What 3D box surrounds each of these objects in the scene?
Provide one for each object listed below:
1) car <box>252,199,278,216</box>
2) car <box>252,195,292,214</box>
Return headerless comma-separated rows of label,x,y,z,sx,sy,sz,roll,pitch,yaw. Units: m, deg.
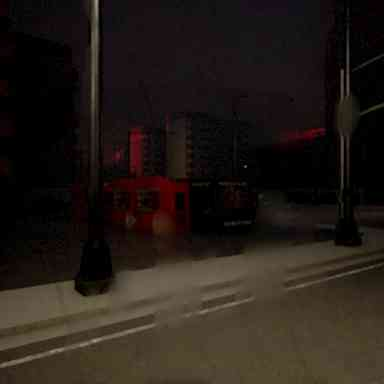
car,6.044,1.678,33.321,1.994,1.385,4.181,0,-1,-36
car,8.161,1.341,36.382,2.150,2.045,5.566,0,-1,-36
